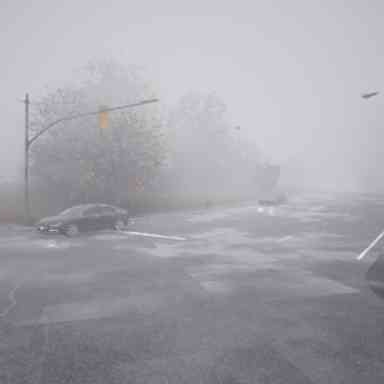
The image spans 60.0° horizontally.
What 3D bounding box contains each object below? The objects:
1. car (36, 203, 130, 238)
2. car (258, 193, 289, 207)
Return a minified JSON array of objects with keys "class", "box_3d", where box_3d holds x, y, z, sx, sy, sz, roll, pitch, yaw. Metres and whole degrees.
[{"class":"car","box_3d":[-5.341,1.368,16.905,1.837,1.490,4.892,1,1,35]},{"class":"car","box_3d":[9.285,0.807,37.509,2.033,1.411,5.357,1,3,35]}]
